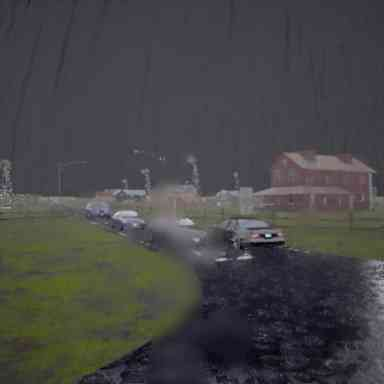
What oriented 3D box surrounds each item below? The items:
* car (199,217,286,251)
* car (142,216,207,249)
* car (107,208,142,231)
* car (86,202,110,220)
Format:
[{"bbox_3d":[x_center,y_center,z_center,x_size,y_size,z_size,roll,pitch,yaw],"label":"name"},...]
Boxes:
[{"bbox_3d":[2.382,1.940,16.305,2.033,1.411,5.357,1,-2,-19],"label":"car"},{"bbox_3d":[-0.799,1.931,16.897,1.812,1.442,4.674,1,-2,-26],"label":"car"},{"bbox_3d":[-5.064,2.160,26.056,1.812,1.442,4.674,1,-2,-25],"label":"car"},{"bbox_3d":[-11.020,2.177,39.033,2.150,2.045,5.566,1,-2,-25],"label":"car"}]
